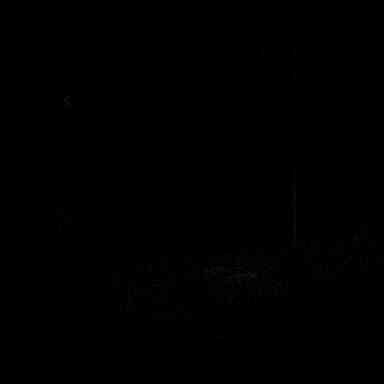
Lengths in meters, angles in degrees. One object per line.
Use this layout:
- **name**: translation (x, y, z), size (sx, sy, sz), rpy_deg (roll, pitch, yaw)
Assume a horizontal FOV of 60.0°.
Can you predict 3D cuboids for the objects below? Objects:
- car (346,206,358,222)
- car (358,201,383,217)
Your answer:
- **car**: translation (9.379, 1.448, 24.398), size (1.947, 1.339, 4.313), rpy_deg (0, 0, -35)
- **car**: translation (15.917, 1.455, 29.054), size (1.947, 1.339, 4.313), rpy_deg (0, 0, -35)
